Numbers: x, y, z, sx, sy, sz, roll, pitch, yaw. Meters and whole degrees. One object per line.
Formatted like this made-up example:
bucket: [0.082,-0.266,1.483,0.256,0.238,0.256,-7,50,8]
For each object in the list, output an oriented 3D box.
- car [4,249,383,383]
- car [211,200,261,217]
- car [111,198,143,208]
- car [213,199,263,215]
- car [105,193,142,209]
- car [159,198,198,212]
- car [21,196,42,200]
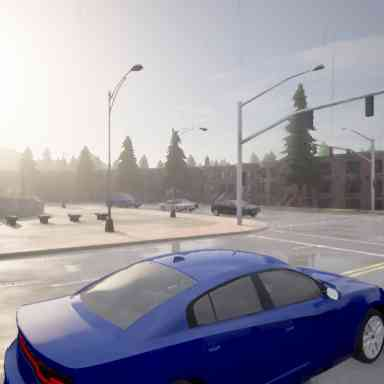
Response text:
car: [0.528,1.478,4.175,5.008,1.535,1.882,0,0,-35]
car: [3.823,1.478,30.620,1.882,1.535,5.008,0,0,-36]
car: [-9.788,1.601,50.147,4.718,1.301,1.895,0,0,32]
car: [4.782,1.547,35.268,2.033,1.411,5.357,0,0,-36]
car: [-9.522,1.220,45.719,5.566,2.045,2.150,0,0,36]
car: [-1.781,1.601,38.096,1.895,1.301,4.718,0,0,-39]
car: [-29.876,1.505,60.696,4.892,1.490,1.837,0,0,5]
